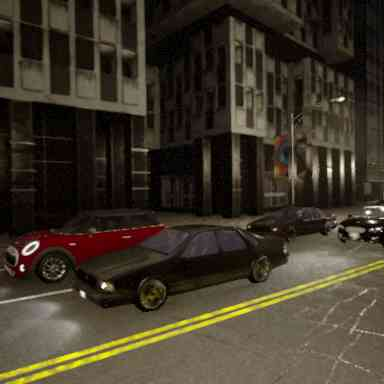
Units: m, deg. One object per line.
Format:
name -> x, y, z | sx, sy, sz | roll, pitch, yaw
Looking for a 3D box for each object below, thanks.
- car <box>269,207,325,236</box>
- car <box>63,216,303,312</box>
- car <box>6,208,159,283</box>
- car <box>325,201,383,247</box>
car -> 4.916, 1.412, 15.749 | 5.357, 1.411, 2.033 | -1, 0, -39
car -> 0.062, 1.505, 7.871 | 5.357, 1.411, 2.033 | -1, 0, -37
car -> -2.854, 1.329, 9.759 | 4.553, 1.767, 2.097 | -1, 0, -37
car -> 8.007, 1.333, 14.086 | 4.902, 1.511, 2.128 | -1, 0, -39
